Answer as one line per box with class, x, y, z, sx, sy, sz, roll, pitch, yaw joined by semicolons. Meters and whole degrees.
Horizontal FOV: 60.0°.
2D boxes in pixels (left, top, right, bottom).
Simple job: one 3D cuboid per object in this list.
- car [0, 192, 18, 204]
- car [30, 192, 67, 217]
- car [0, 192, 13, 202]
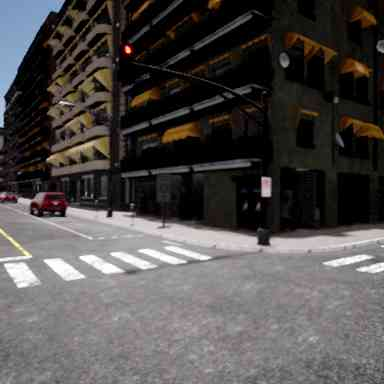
car;-24.754;0.713;44.876;1.967;1.590;4.097;2;0;-36
car;-11.474;0.937;26.554;2.192;1.841;5.009;2;0;-36
car;-28.076;0.751;49.456;1.947;1.339;4.313;2;0;-36
